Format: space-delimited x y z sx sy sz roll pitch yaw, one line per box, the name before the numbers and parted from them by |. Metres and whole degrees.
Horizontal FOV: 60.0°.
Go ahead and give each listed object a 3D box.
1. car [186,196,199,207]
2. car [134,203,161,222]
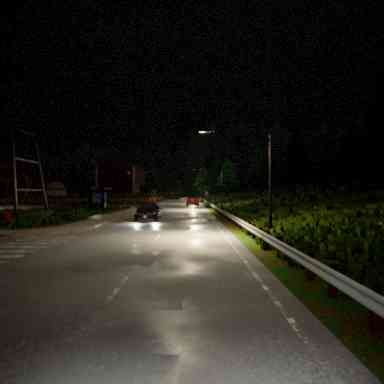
car | 0.088 1.560 56.124 2.097 1.767 4.553 0 0 0
car | -3.588 1.628 27.640 1.812 1.442 4.674 0 0 0
